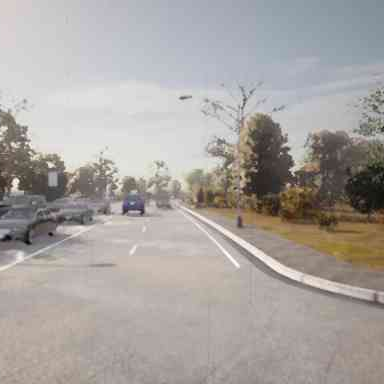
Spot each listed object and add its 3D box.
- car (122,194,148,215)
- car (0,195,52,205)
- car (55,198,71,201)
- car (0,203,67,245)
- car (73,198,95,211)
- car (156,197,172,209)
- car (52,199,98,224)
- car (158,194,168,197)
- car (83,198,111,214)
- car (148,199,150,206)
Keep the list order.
[{"bbox_3d":[-6.115,1.276,35.212,2.150,2.045,5.566,0,0,-6],"label":"car"},{"bbox_3d":[-12.104,1.261,23.791,2.150,2.045,5.566,0,0,-5],"label":"car"},{"bbox_3d":[-13.106,1.418,33.843,2.097,1.767,4.553,0,0,-6],"label":"car"},{"bbox_3d":[-7.893,1.516,15.769,2.128,1.511,4.902,0,0,-4],"label":"car"},{"bbox_3d":[-14.193,1.621,43.996,1.837,1.490,4.892,0,0,-6],"label":"car"},{"bbox_3d":[-3.867,1.704,46.188,1.895,1.301,4.718,0,0,-6],"label":"car"},{"bbox_3d":[-8.716,1.539,25.145,1.837,1.490,4.892,0,0,-5],"label":"car"},{"bbox_3d":[-4.916,1.396,56.117,2.150,2.045,5.566,0,0,-6],"label":"car"},{"bbox_3d":[-9.751,1.556,35.384,2.128,1.511,4.902,0,0,-6],"label":"car"},{"bbox_3d":[-8.547,1.555,58.411,2.097,1.767,4.553,0,0,-5],"label":"car"}]
